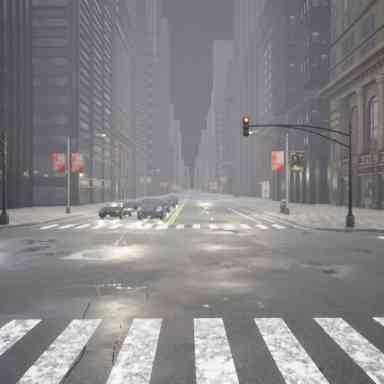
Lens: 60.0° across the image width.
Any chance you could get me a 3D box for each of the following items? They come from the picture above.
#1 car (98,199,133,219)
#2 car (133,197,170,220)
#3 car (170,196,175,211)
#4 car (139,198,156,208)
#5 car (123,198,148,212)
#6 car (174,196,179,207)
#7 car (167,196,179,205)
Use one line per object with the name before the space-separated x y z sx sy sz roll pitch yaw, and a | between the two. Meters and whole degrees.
car | -6.551 1.531 29.324 2.033 1.411 5.357 0 0 4
car | -3.326 1.337 28.066 2.097 1.767 4.553 0 0 0
car | -3.320 1.524 37.540 2.033 1.411 5.357 0 0 0
car | -6.565 1.565 49.509 1.895 1.301 4.718 0 0 0
car | -6.567 1.522 39.423 2.033 1.411 5.357 0 0 0
car | -3.319 1.530 47.439 1.994 1.385 4.181 0 0 0
car | -3.273 1.455 57.813 1.837 1.490 4.892 0 0 0
